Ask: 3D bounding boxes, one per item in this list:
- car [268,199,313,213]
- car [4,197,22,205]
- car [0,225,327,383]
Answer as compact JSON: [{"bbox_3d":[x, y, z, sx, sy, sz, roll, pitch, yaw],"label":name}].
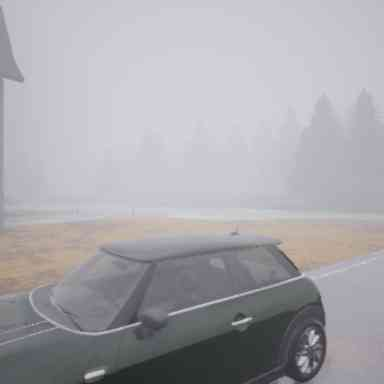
[{"bbox_3d":[10.999,1.483,37.358,4.902,1.511,2.128,0,0,34],"label":"car"},{"bbox_3d":[-29.582,1.445,53.199,1.994,1.381,4.181,0,0,33],"label":"car"},{"bbox_3d":[-0.526,1.341,3.776,4.553,1.767,2.097,0,0,-36],"label":"car"}]
